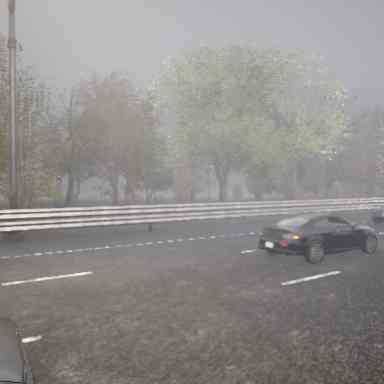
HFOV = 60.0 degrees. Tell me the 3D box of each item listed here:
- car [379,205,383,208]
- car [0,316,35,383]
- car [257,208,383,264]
[{"bbox_3d":[13.171,1.287,20.797,4.181,1.385,1.994,-1,1,-32],"label":"car"},{"bbox_3d":[-3.920,1.543,1.988,5.357,1.411,2.033,-1,1,-32],"label":"car"},{"bbox_3d":[4.264,1.389,11.159,4.674,1.442,1.812,-1,1,-32],"label":"car"}]
